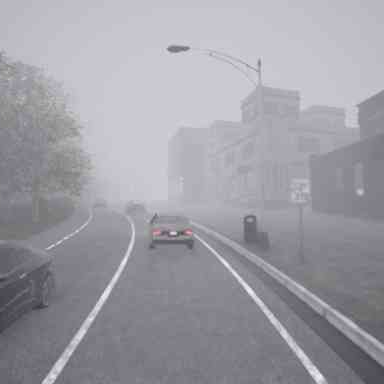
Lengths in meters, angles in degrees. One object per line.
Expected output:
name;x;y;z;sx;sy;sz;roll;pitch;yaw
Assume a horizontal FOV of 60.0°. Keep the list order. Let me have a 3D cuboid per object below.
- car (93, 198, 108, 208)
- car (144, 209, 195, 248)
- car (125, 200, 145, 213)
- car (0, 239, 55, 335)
car;-12.998;1.528;47.100;2.033;1.411;5.357;2;0;-19
car;-1.032;1.605;14.981;2.033;1.411;5.357;1;0;-8
car;-6.550;1.634;38.457;1.812;1.442;4.674;2;0;-18
car;-3.612;1.539;5.117;1.812;1.442;4.674;0;0;-4
